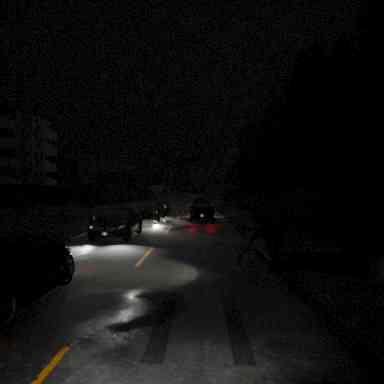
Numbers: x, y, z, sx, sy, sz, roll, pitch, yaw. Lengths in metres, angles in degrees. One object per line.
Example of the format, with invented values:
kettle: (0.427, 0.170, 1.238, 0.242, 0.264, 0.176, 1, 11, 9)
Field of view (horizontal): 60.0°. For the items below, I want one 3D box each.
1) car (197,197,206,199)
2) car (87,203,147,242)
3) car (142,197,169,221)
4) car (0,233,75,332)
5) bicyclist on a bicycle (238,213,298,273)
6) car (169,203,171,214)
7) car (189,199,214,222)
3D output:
car: (1.392, 1.460, 48.436, 1.837, 1.490, 4.892, 0, 0, 2)
car: (-3.675, 1.510, 16.568, 1.812, 1.442, 4.674, 0, 0, 2)
car: (-3.295, 1.453, 26.760, 1.882, 1.535, 5.008, 0, 0, 2)
car: (-3.960, 1.558, 6.661, 1.994, 1.385, 4.181, 0, 0, 1)
bicyclist on a bicycle: (2.032, 1.379, 9.074, 1.656, 1.620, 0.582, -6, 0, 2)
car: (-3.234, 1.322, 31.729, 2.097, 1.767, 4.553, 0, 0, 2)
car: (0.783, 1.501, 26.256, 1.812, 1.442, 4.674, 0, 0, 2)
